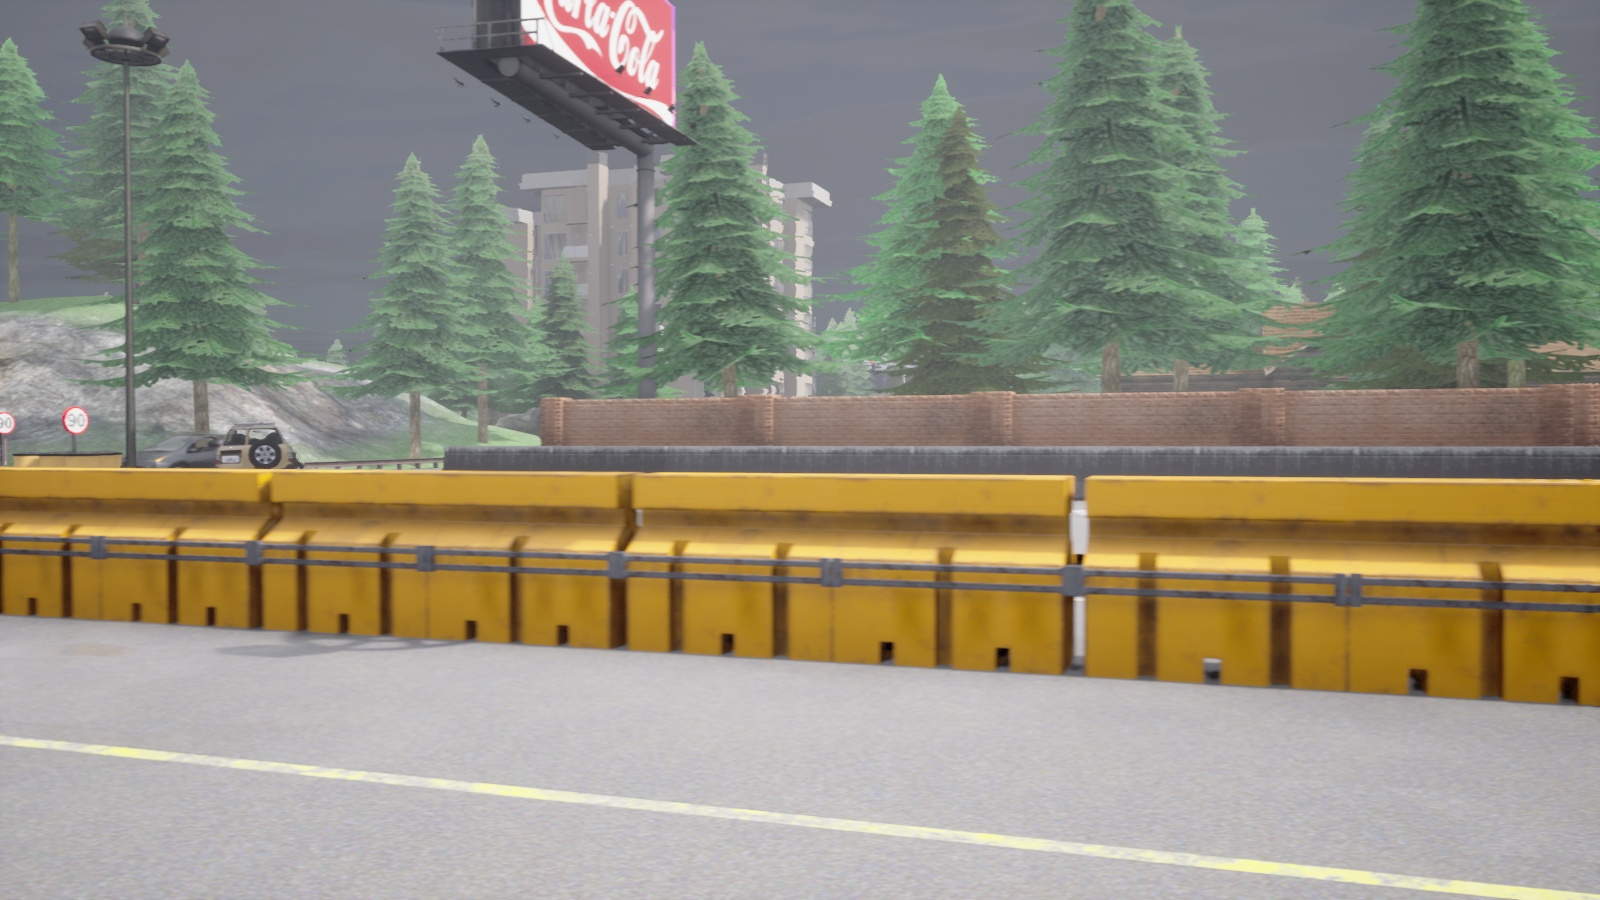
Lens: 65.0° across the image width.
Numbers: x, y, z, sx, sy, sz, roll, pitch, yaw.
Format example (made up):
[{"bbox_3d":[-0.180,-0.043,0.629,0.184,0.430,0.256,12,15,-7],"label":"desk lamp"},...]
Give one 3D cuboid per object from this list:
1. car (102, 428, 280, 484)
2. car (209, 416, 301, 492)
[{"bbox_3d":[-17.769,0.112,36.901,2.007,1.525,4.514,1,1,23],"label":"car"},{"bbox_3d":[-14.346,0.056,33.257,1.932,1.855,4.605,-1,1,-20],"label":"car"}]
